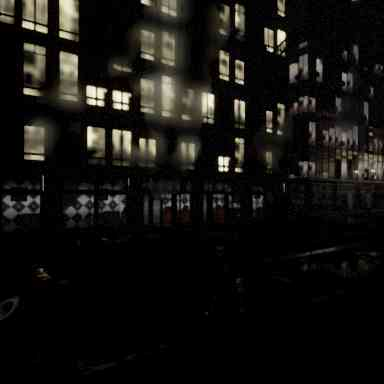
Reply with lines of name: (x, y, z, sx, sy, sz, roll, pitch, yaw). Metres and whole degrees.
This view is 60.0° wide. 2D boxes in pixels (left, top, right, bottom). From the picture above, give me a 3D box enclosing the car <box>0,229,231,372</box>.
car: (-1.353, 1.439, 5.589, 4.097, 1.590, 1.967, 0, 0, -35)
